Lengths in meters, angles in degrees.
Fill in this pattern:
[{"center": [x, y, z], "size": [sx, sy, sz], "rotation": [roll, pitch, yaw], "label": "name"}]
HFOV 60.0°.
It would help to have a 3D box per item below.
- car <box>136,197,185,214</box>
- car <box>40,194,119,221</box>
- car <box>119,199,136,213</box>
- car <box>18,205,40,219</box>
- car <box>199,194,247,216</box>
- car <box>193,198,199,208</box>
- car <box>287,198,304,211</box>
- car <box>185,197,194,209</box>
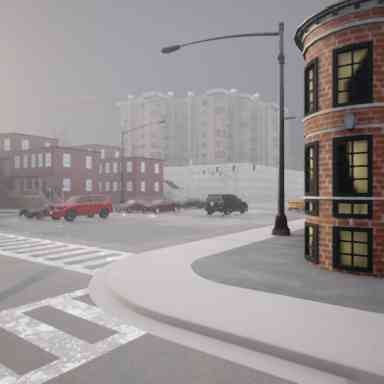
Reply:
[{"center": [-3.313, 1.473, 35.610], "size": [1.882, 1.535, 5.008], "rotation": [0, 0, 36], "label": "car"}, {"center": [-9.109, 1.217, 27.509], "size": [2.150, 2.045, 5.566], "rotation": [0, 0, 36], "label": "car"}, {"center": [-6.460, 1.521, 37.213], "size": [1.812, 1.442, 4.674], "rotation": [0, 0, 35], "label": "car"}, {"center": [-12.189, 1.542, 29.221], "size": [2.033, 1.411, 5.357], "rotation": [0, 0, 36], "label": "car"}, {"center": [3.404, 1.217, 32.638], "size": [2.150, 2.045, 5.566], "rotation": [0, 0, 36], "label": "car"}, {"center": [2.538, 1.559, 43.761], "size": [1.994, 1.385, 4.181], "rotation": [0, 0, 35], "label": "car"}, {"center": [13.184, 1.475, 40.296], "size": [1.882, 1.535, 5.008], "rotation": [0, 0, 36], "label": "car"}, {"center": [-0.682, 1.486, 45.275], "size": [2.128, 1.511, 4.902], "rotation": [0, 0, 36], "label": "car"}]
